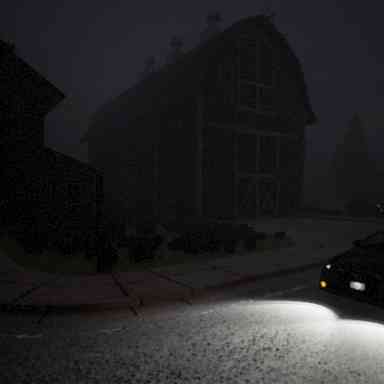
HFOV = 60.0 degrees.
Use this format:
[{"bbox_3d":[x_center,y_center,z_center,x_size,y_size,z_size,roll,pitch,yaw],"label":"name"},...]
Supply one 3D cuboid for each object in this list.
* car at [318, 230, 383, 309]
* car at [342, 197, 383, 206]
[{"bbox_3d":[4.699,1.561,7.345,4.181,1.385,1.994,0,0,-35],"label":"car"},{"bbox_3d":[18.272,1.363,35.134,2.097,1.767,4.553,0,0,-34],"label":"car"}]
